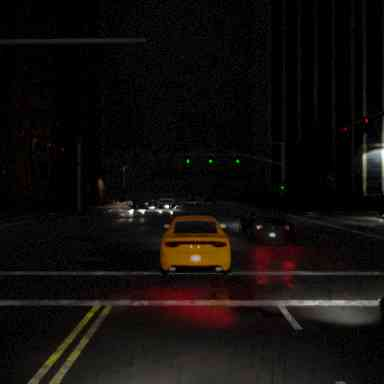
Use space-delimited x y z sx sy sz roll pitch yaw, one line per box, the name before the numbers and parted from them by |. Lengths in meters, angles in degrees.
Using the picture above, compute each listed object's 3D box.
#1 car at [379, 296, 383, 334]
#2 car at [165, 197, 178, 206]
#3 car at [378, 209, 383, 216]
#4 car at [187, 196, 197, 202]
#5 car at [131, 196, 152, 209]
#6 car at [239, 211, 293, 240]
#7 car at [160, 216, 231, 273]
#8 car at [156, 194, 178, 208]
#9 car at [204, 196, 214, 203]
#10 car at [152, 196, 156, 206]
car | 3.633 1.508 2.926 1.837 1.490 4.892 0 0 1
car | -3.501 1.637 57.734 1.994 1.385 4.181 0 0 0
car | 18.925 1.582 28.298 5.357 1.411 2.033 0 0 -1
car | 0.008 1.455 69.484 1.994 1.385 4.181 0 0 0
car | -7.081 1.563 45.422 1.837 1.490 4.892 0 0 0
car | 3.602 1.622 17.070 1.895 1.301 4.718 0 0 0
car | 0.096 1.491 10.720 1.882 1.535 5.008 0 0 0
car | -3.566 1.283 48.375 2.150 2.045 5.566 0 0 0
car | 3.508 1.529 68.944 1.837 1.490 4.892 0 0 0
car | -7.031 1.422 54.609 2.097 1.767 4.553 0 0 1
